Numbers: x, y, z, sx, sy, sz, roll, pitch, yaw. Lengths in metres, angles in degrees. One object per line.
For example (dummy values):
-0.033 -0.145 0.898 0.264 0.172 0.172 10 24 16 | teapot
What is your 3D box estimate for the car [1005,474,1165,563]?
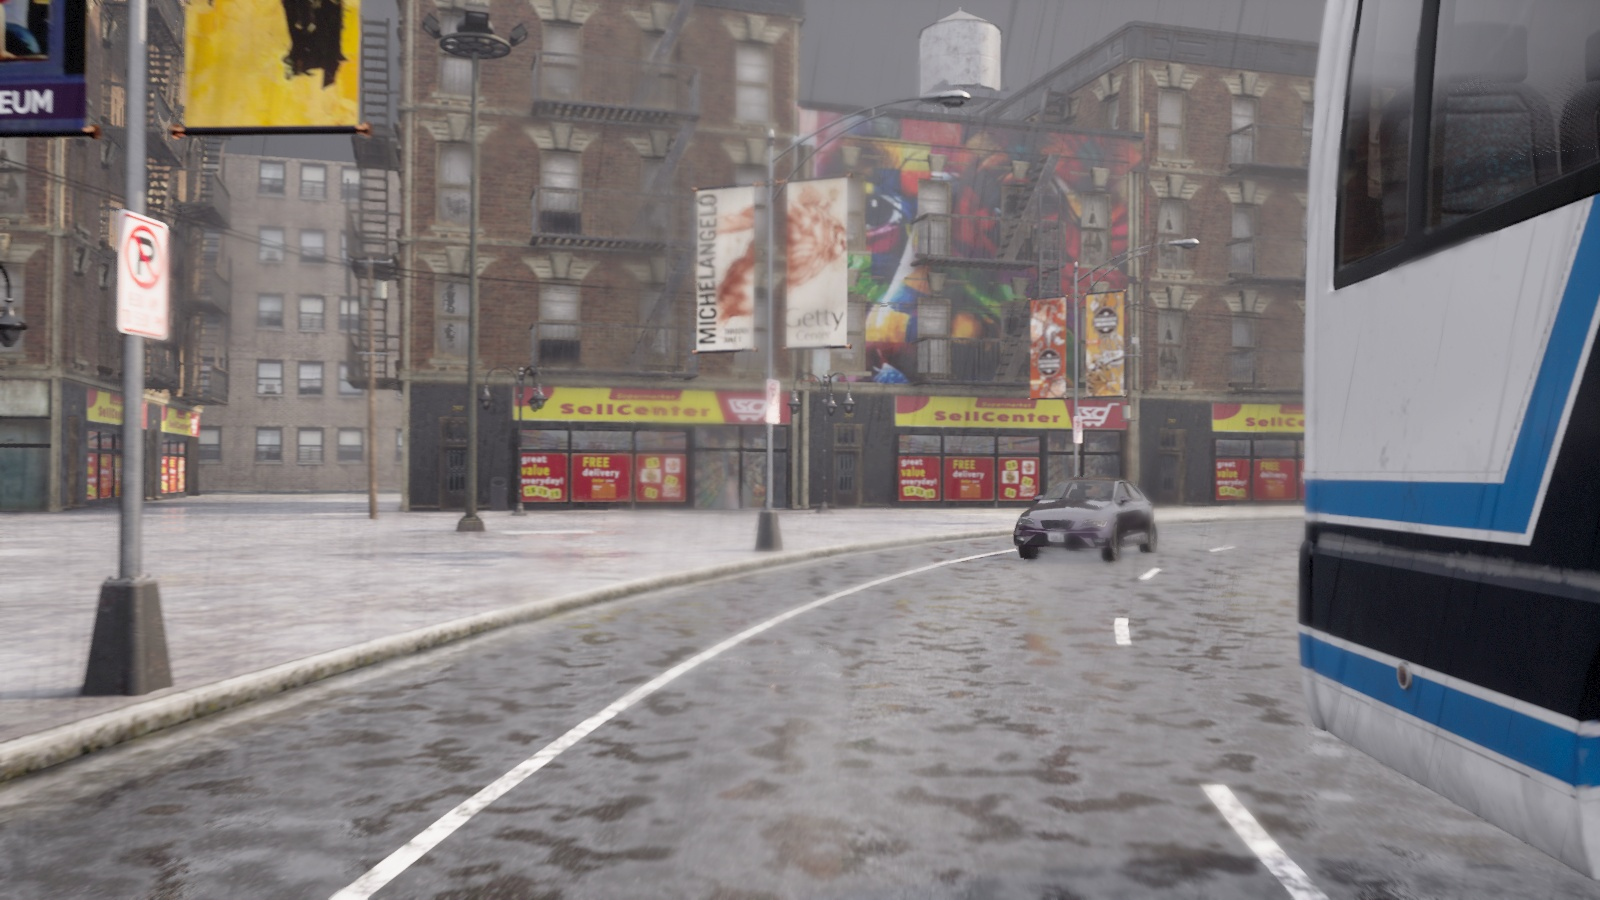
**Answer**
5.399 1.203 23.392 1.816 1.474 4.193 -1 -1 28 | car
